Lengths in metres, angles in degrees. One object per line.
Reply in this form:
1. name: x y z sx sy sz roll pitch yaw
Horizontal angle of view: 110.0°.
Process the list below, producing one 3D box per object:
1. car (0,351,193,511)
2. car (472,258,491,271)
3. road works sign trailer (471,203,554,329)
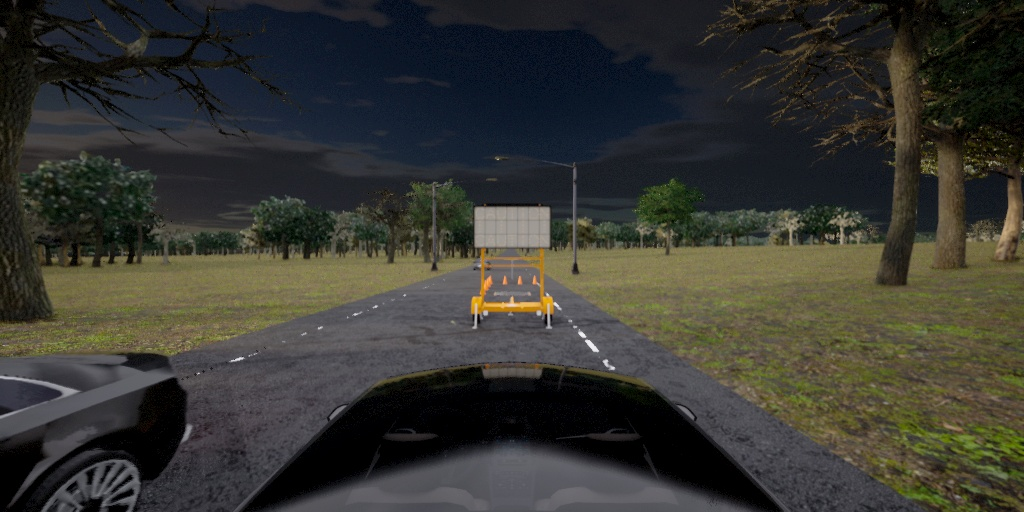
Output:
1. car: -3.599 1.243 0.903 2.128 1.511 4.902 0 0 0
2. car: -3.550 0.996 42.409 2.128 1.511 4.902 0 0 0
3. road works sign trailer: 0.011 0.182 11.146 2.380 3.560 2.880 0 0 0
